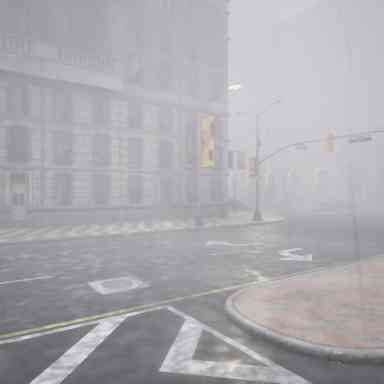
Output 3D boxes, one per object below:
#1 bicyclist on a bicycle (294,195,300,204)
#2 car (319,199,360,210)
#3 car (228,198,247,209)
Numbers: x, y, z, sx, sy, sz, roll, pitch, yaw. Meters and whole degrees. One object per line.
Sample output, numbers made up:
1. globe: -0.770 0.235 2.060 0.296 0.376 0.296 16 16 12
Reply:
1. bicyclist on a bicycle: 18.027 1.300 57.169 1.656 1.620 0.582 0 0 -35
2. car: 18.909 1.601 42.971 1.895 1.301 4.718 0 0 -36
3. car: 5.226 1.491 44.098 2.128 1.511 4.902 0 0 -35
